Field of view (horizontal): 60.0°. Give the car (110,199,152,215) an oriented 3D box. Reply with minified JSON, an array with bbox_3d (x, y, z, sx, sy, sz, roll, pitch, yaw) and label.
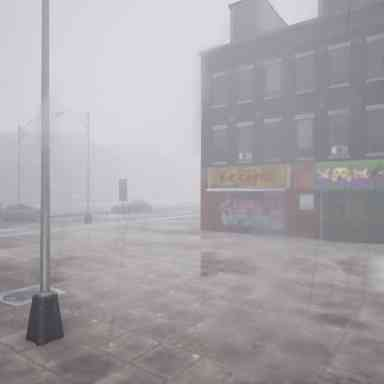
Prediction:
[{"bbox_3d":[-5.950,1.433,33.160,1.812,1.442,4.674,0,0,35],"label":"car"}]

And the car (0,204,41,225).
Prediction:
[{"bbox_3d":[-12.773,1.515,23.502,1.994,1.385,4.181,0,0,36],"label":"car"}]
